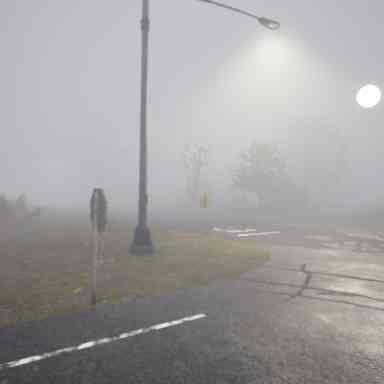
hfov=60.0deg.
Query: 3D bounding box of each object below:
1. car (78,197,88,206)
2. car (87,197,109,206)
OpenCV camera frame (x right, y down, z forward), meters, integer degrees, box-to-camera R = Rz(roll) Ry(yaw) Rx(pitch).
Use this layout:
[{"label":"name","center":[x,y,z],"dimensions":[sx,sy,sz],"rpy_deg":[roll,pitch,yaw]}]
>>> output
[{"label":"car","center":[-18.889,1.631,59.094],"dimensions":[1.812,1.442,4.674],"rpy_deg":[1,0,-34]},{"label":"car","center":[-14.622,1.642,52.796],"dimensions":[1.812,1.442,4.674],"rpy_deg":[1,0,-33]}]
